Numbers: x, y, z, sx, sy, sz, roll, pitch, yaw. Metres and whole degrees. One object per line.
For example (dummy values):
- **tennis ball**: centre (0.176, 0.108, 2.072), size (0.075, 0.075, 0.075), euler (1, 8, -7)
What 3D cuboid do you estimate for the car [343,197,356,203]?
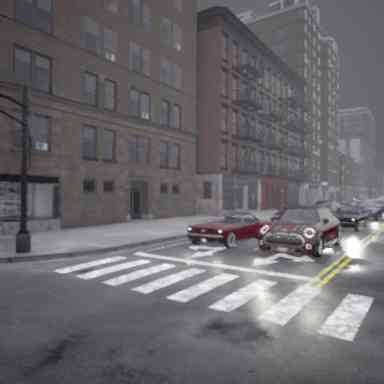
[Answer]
- **car**: centre (17.387, 1.356, 37.336), size (2.097, 1.767, 4.553), euler (0, 0, 35)

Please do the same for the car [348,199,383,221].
- **car**: centre (14.684, 1.525, 27.842), size (1.812, 1.442, 4.674), euler (0, 0, 35)

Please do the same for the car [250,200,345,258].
- **car**: centre (4.323, 1.348, 13.033), size (2.097, 1.767, 4.553), euler (0, 0, 35)

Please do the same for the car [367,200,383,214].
- **car**: centre (20.403, 1.569, 35.960), size (1.994, 1.385, 4.181), euler (0, 0, 36)

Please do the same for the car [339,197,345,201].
- **car**: centre (11.797, 1.503, 29.382), size (1.837, 1.490, 4.892), euler (0, 0, 35)

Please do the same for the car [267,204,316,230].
- **car**: centre (6.728, 1.559, 22.172), size (1.994, 1.385, 4.181), euler (0, 0, 33)

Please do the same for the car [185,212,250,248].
- **car**: centre (1.714, 1.596, 14.972), size (1.895, 1.301, 4.718), euler (0, 0, 35)

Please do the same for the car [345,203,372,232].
- **car**: centre (9.473, 1.597, 20.396), size (1.895, 1.301, 4.718), euler (0, 0, 35)
